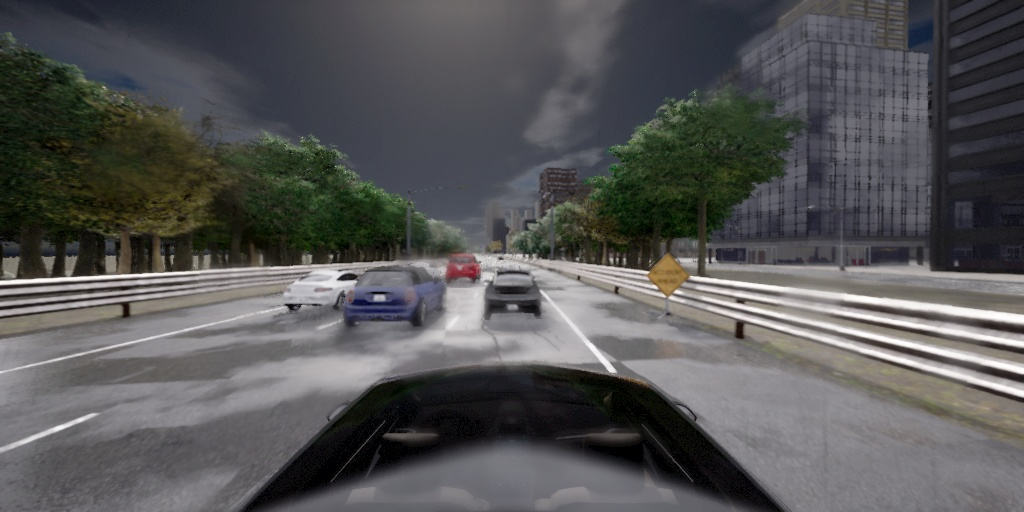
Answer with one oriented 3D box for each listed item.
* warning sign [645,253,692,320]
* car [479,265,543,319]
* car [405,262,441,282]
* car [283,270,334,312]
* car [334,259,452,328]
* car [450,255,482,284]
[{"bbox_3d":[4.534,0.853,10.494,1.300,1.860,1.060,0,0,0],"label":"warning sign"},{"bbox_3d":[0.037,1.242,12.771,1.837,1.490,4.892,0,0,0],"label":"car"},{"bbox_3d":[-7.100,1.249,29.183,1.812,1.442,4.674,0,0,0],"label":"car"},{"bbox_3d":[-6.964,1.263,14.124,1.812,1.442,4.674,0,0,0],"label":"car"},{"bbox_3d":[-3.466,1.094,11.518,2.097,1.767,4.553,0,0,0],"label":"car"},{"bbox_3d":[-3.585,0.947,27.196,2.150,2.045,5.566,0,0,0],"label":"car"}]
